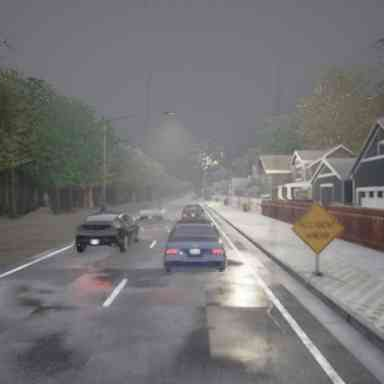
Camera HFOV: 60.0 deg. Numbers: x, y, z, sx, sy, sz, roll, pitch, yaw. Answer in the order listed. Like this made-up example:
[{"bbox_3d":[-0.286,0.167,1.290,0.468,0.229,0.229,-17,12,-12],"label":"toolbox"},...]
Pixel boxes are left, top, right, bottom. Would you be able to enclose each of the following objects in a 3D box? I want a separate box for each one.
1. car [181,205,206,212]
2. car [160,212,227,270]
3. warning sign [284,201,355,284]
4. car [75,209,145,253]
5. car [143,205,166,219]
[{"bbox_3d":[0.100,1.711,26.107,2.033,1.411,5.357,0,0,0],"label":"car"},{"bbox_3d":[0.081,1.619,11.209,2.033,1.411,5.357,0,0,0],"label":"car"},{"bbox_3d":[3.054,1.168,8.120,1.300,1.860,1.060,0,-1,0],"label":"warning sign"},{"bbox_3d":[-3.403,1.589,14.110,1.837,1.490,4.892,0,-2,0],"label":"car"},{"bbox_3d":[-3.381,1.783,29.360,1.895,1.301,4.718,0,0,0],"label":"car"}]
